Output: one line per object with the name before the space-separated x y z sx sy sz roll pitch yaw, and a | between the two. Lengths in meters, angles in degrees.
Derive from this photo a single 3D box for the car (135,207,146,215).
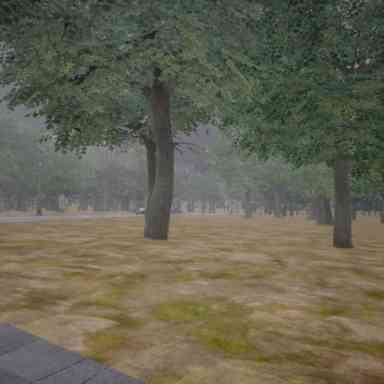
car | -8.510 3.563 61.203 1.812 1.442 4.674 0 -3 29

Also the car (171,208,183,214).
car | -3.874 3.968 69.944 2.033 1.411 5.357 0 -3 28
